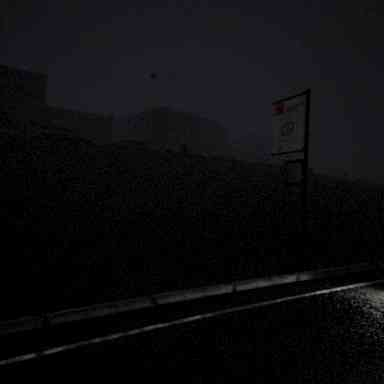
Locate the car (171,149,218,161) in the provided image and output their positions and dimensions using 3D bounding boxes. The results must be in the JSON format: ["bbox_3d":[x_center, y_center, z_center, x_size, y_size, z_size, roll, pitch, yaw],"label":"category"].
[{"bbox_3d":[-0.231,-3.295,31.420,4.674,1.452,2.002,3,-1,-36],"label":"car"}]

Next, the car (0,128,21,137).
[{"bbox_3d":[-14.053,-4.018,21.952,5.008,1.535,2.097,3,-1,-32],"label":"car"}]

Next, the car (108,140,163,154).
[{"bbox_3d":[-4.716,-3.530,28.210,4.792,1.488,2.163,3,-1,-34],"label":"car"}]

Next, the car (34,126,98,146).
[{"bbox_3d":[-9.427,-3.918,24.972,4.553,1.767,2.185,3,-1,-33],"label":"car"}]

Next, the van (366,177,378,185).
[{"bbox_3d":[29.353,-1.547,56.613,4.442,1.987,1.878,5,-3,-44],"label":"van"}]

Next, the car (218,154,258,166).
[{"bbox_3d":[4.106,-3.113,34.667,4.892,1.521,2.231,3,-1,-37],"label":"car"}]

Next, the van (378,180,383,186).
[{"bbox_3d":[33.254,-1.177,60.528,4.442,1.987,1.878,5,-3,-45],"label":"van"}]

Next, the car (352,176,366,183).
[{"bbox_3d":[25.243,-1.640,52.697,4.674,1.452,2.002,5,-3,-43],"label":"car"}]

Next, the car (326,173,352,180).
[{"bbox_3d":[21.184,-1.968,48.938,4.674,1.452,2.002,4,-2,-42],"label":"car"}]

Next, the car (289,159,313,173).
[{"bbox_3d":[12.892,-2.850,41.687,5.566,2.045,2.435,4,-2,-39],"label":"car"}]

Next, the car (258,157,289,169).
[{"bbox_3d":[8.541,-2.992,38.145,4.553,1.767,2.185,3,-2,-38],"label":"car"}]

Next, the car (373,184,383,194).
[{"bbox_3d":[37.013,-0.545,64.446,2.163,1.488,4.792,1,-3,44],"label":"car"}]
